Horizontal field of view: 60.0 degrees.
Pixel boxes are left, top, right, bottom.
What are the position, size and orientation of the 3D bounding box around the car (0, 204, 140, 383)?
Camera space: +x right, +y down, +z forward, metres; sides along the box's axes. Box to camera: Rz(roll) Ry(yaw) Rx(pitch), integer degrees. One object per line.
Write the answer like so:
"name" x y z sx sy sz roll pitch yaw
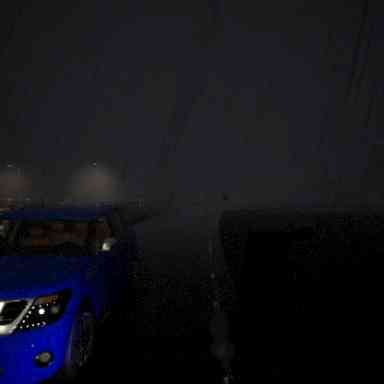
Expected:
"car" -2.359 1.275 5.932 2.150 2.045 5.566 0 -1 1
